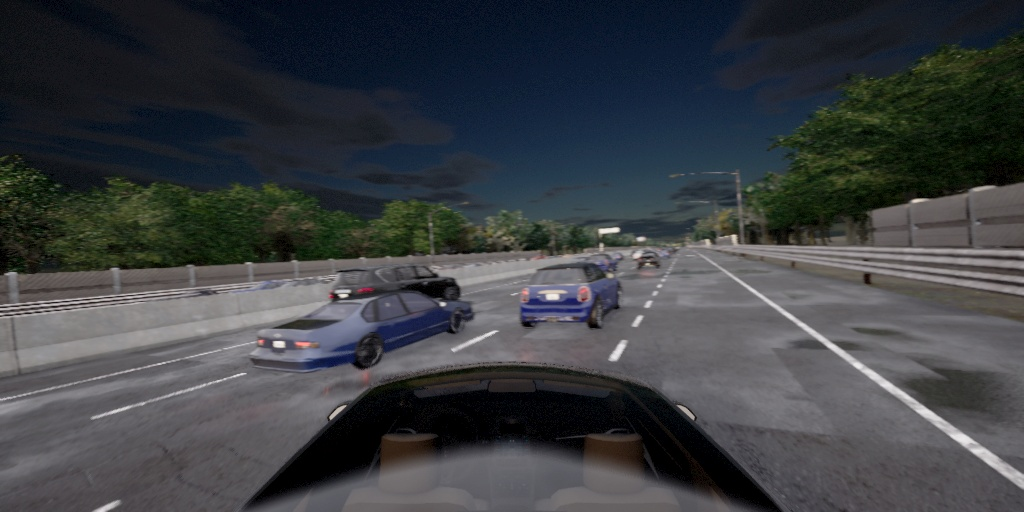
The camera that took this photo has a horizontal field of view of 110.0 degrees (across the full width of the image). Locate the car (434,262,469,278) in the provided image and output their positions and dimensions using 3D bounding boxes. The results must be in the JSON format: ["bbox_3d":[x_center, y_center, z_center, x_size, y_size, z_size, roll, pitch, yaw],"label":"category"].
[{"bbox_3d":[-7.855,1.790,46.728,2.097,1.767,4.553,-4,0,26],"label":"car"}]

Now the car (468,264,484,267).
[{"bbox_3d":[-4.781,1.733,45.038,1.812,1.442,4.674,-4,0,26],"label":"car"}]

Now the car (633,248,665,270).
[{"bbox_3d":[12.716,0.383,33.063,1.837,1.490,4.892,-4,0,26],"label":"car"}]

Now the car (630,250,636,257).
[{"bbox_3d":[20.263,-0.078,56.786,1.812,1.442,4.674,-4,0,26],"label":"car"}]

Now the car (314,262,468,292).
[{"bbox_3d":[-4.293,1.317,14.020,2.150,2.045,5.566,-4,0,26],"label":"car"}]

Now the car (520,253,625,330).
[{"bbox_3d":[1.944,0.976,10.858,2.097,1.767,4.553,-4,0,26],"label":"car"}]

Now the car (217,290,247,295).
[{"bbox_3d":[-17.862,2.610,26.202,1.882,1.535,5.008,-4,0,26],"label":"car"}]

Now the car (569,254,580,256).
[{"bbox_3d":[7.553,0.822,38.426,2.033,1.411,5.357,-4,0,26],"label":"car"}]

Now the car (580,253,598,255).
[{"bbox_3d":[7.701,0.594,30.733,2.097,1.767,4.553,-4,0,26],"label":"car"}]

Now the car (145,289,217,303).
[{"bbox_3d":[-22.323,3.064,25.007,1.895,1.301,4.718,-4,0,26],"label":"car"}]

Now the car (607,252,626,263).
[{"bbox_3d":[17.131,0.180,58.330,2.033,1.411,5.357,-4,0,26],"label":"car"}]

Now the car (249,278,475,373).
[{"bbox_3d":[-3.020,1.536,8.616,2.033,1.411,5.357,-4,0,26],"label":"car"}]

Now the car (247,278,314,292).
[{"bbox_3d":[-14.720,2.373,24.676,1.882,1.535,5.008,-4,0,26],"label":"car"}]

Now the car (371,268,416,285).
[{"bbox_3d":[-13.890,2.367,42.319,2.128,1.511,4.902,-4,0,26],"label":"car"}]

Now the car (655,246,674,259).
[{"bbox_3d":[23.394,-0.292,55.237,2.033,1.411,5.357,-4,0,26],"label":"car"}]
